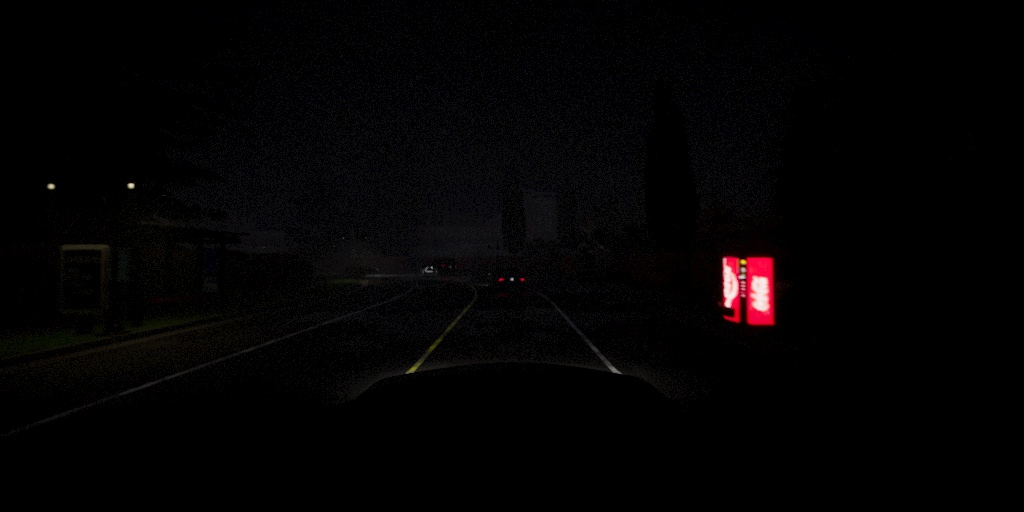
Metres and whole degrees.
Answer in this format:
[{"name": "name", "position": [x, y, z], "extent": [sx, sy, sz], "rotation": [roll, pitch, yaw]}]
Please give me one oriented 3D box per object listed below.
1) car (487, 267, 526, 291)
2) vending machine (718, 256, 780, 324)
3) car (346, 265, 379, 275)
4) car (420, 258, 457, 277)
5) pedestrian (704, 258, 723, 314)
[{"name": "car", "position": [-0.441, 1.430, 23.150], "extent": [2.033, 1.411, 5.357], "rotation": [0, 0, -10]}, {"name": "vending machine", "position": [6.882, 0.990, 10.467], "extent": [1.100, 2.100, 0.880], "rotation": [0, 0, 0]}, {"name": "car", "position": [-19.015, 1.755, 45.594], "extent": [4.718, 1.301, 1.895], "rotation": [-1, -1, 35]}, {"name": "car", "position": [-8.529, 1.313, 41.282], "extent": [2.150, 2.045, 5.566], "rotation": [3, -2, -41]}, {"name": "pedestrian", "position": [6.550, 0.944, 11.524], "extent": [0.375, 1.860, 0.375], "rotation": [0, -1, 0]}]
